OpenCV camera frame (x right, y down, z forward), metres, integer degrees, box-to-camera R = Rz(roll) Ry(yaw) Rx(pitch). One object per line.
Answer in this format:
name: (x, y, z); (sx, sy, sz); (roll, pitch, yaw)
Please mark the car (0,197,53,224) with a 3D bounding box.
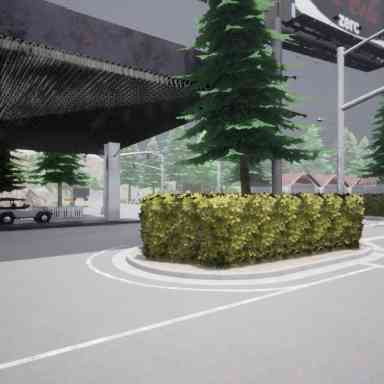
car: (-11.996, 1.313, 23.467); (3.866, 1.878, 1.905); (0, 0, -36)
